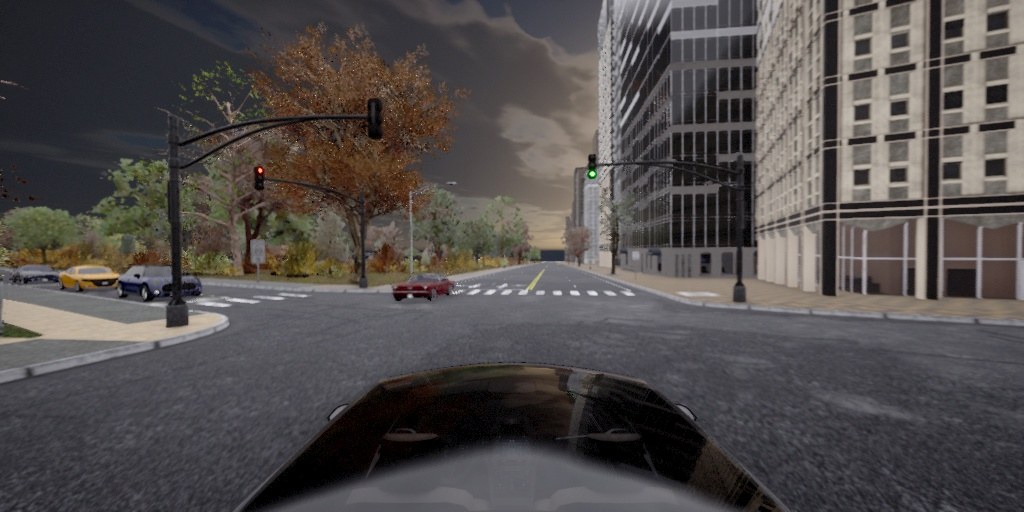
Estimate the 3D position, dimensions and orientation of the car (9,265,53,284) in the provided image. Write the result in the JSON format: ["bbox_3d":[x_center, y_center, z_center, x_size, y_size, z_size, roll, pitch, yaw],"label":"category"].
[{"bbox_3d":[-38.203,1.447,28.711,5.357,1.411,2.033,0,1,27],"label":"car"}]

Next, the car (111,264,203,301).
[{"bbox_3d":[-18.188,1.245,18.533,4.553,1.767,2.097,0,1,27],"label":"car"}]

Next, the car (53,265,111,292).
[{"bbox_3d":[-27.109,1.374,23.067,5.008,1.535,1.882,0,1,27],"label":"car"}]

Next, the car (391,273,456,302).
[{"bbox_3d":[-4.391,1.555,18.410,1.895,1.301,4.718,-1,-1,6],"label":"car"}]
